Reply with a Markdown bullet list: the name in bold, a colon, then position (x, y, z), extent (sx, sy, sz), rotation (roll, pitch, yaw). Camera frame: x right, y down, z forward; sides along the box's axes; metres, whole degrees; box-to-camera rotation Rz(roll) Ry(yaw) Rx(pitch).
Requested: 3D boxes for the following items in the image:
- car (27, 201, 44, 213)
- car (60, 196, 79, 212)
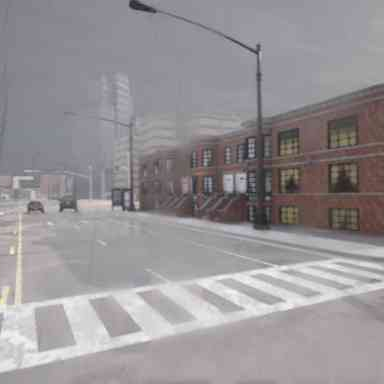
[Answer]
- **car**: position (-20.338, 1.929, 43.304), extent (1.812, 1.442, 4.674), rotation (-1, 0, -27)
- **car**: position (-16.433, 1.571, 44.561), extent (2.150, 2.045, 5.566), rotation (-1, 0, -18)
